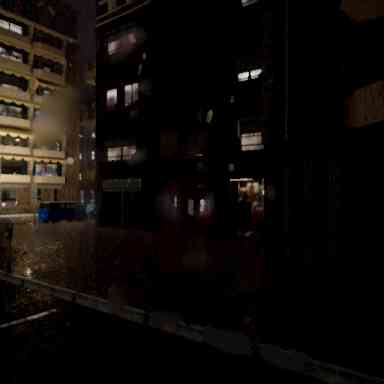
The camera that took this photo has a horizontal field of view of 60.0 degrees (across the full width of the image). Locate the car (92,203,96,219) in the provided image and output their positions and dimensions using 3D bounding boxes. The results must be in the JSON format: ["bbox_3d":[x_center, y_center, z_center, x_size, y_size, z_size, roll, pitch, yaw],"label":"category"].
[{"bbox_3d":[-7.775,2.022,32.677,1.947,1.339,4.313,-1,-2,35],"label":"car"}]

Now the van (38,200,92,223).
[{"bbox_3d":[-10.839,1.691,28.064,1.690,1.788,3.998,-1,-2,35],"label":"van"}]

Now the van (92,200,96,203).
[{"bbox_3d":[-11.417,1.886,41.985,1.690,1.788,3.998,-1,-2,35],"label":"van"}]
